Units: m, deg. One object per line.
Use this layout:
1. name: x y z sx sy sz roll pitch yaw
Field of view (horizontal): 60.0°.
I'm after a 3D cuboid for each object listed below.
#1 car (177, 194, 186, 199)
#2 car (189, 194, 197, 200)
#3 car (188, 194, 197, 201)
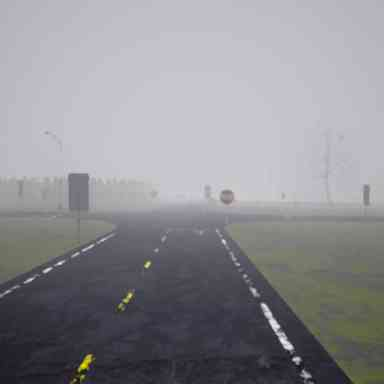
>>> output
1. car: -2.539 1.068 80.242 1.895 1.301 4.718 0 0 0
2. car: 0.224 1.306 86.089 2.128 1.511 4.902 0 0 0
3. car: 0.200 1.334 75.670 1.882 1.535 5.008 0 0 0
